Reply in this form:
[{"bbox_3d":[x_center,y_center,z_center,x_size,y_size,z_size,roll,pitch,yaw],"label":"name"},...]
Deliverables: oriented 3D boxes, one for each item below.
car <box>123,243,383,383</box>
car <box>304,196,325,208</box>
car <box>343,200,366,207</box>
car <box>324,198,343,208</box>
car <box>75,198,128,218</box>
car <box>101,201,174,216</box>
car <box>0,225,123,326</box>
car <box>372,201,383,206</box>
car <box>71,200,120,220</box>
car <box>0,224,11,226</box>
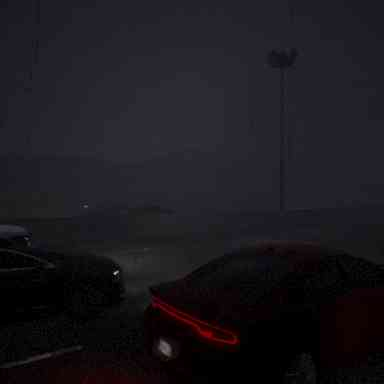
[{"bbox_3d":[1.735,1.516,4.985,5.008,1.535,1.882,0,0,-35],"label":"car"},{"bbox_3d":[21.868,1.702,58.879,2.150,2.045,5.566,0,0,41],"label":"car"},{"bbox_3d":[26.471,2.049,53.555,1.994,1.385,4.181,0,0,42],"label":"car"},{"bbox_3d":[24.616,2.053,56.700,1.994,1.385,4.181,0,0,41],"label":"car"},{"bbox_3d":[-8.726,1.459,32.173,4.553,1.767,2.097,1,0,-36],"label":"car"},{"bbox_3d":[-3.452,1.601,23.034,4.892,1.490,1.837,0,0,-36],"label":"car"},{"bbox_3d":[-3.519,1.495,5.543,4.902,1.511,2.128,0,0,-35],"label":"car"},{"bbox_3d":[29.254,2.096,51.397,1.895,1.301,4.718,0,0,42],"label":"car"},{"bbox_3d":[-6.446,1.577,25.194,4.902,1.511,2.128,1,0,-36],"label":"car"},{"bbox_3d":[-6.635,1.214,7.613,5.566,2.045,2.150,0,0,-35],"label":"car"}]
